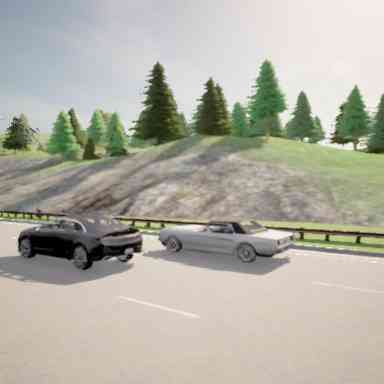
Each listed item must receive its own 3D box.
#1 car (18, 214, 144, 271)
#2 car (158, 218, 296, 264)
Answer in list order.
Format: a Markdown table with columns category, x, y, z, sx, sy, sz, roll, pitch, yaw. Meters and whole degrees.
| category | x | y | z | sx | sy | sz | roll | pitch | yaw |
| --- | --- | --- | --- | --- | --- | --- | --- | --- | --- |
| car | -3.797 | 1.485 | 10.929 | 4.902 | 1.511 | 2.128 | 0 | 0 | 35 |
| car | 1.074 | 1.578 | 11.830 | 4.718 | 1.301 | 1.895 | 0 | 0 | 35 |
